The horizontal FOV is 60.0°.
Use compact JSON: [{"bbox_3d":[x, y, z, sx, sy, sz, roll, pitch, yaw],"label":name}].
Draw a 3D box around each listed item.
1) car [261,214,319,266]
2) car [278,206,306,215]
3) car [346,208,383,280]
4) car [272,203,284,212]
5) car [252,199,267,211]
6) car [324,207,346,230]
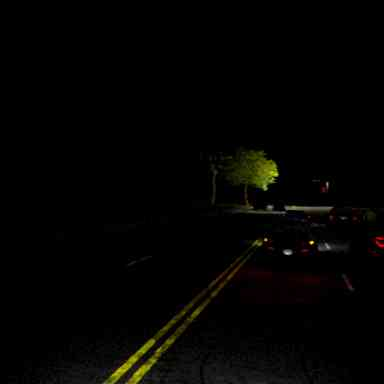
[{"bbox_3d":[3.769,1.789,12.661,1.812,1.442,4.674,1,-1,19],"label":"car"},{"bbox_3d":[7.790,2.072,24.955,2.033,1.411,5.357,1,-1,19],"label":"car"},{"bbox_3d":[6.523,1.525,10.644,2.150,2.045,5.566,1,-1,19],"label":"car"},{"bbox_3d":[15.024,2.699,57.582,2.033,1.411,5.357,1,-1,19],"label":"car"},{"bbox_3d":[11.914,2.310,58.517,2.150,2.045,5.566,1,-1,19],"label":"car"},{"bbox_3d":[11.538,1.978,25.887,2.097,1.767,4.553,1,-1,19],"label":"car"}]
